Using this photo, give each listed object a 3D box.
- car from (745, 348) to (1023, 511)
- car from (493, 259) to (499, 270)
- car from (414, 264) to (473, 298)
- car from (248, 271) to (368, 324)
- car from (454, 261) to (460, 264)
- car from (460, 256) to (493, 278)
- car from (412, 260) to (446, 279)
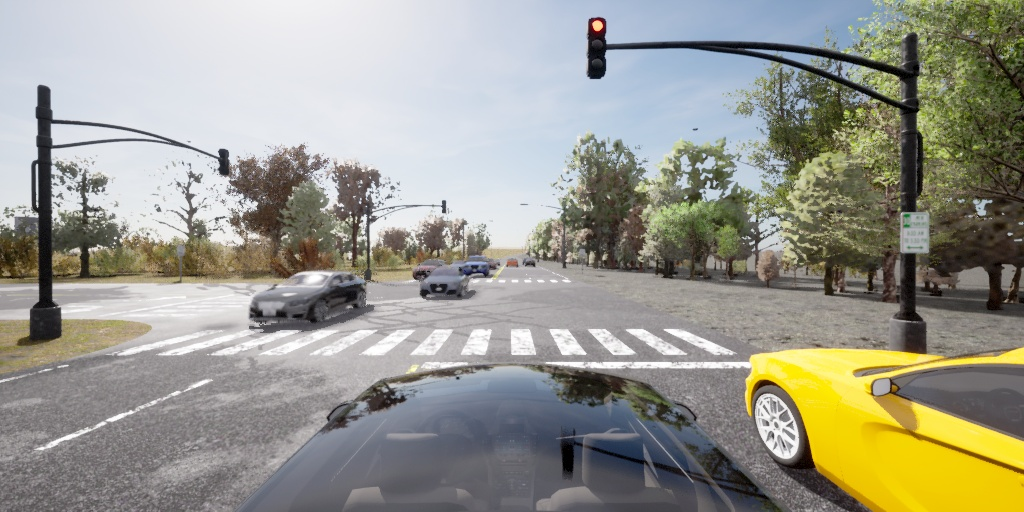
[{"bbox_3d":[3.363,1.195,1.716,1.882,1.535,5.008,0,1,0],"label":"car"},{"bbox_3d":[-3.343,1.102,52.198,2.097,1.767,4.553,0,0,0],"label":"car"},{"bbox_3d":[-3.346,1.312,18.374,1.994,1.385,4.181,0,0,0],"label":"car"},{"bbox_3d":[-6.599,1.271,12.205,2.128,1.511,4.902,0,0,0],"label":"car"},{"bbox_3d":[-6.596,1.298,45.334,2.033,1.411,5.357,0,0,0],"label":"car"},{"bbox_3d":[-3.345,0.971,34.840,2.150,2.045,5.566,0,0,0],"label":"car"},{"bbox_3d":[-6.907,1.100,30.963,2.097,1.767,4.553,0,0,6],"label":"car"}]
